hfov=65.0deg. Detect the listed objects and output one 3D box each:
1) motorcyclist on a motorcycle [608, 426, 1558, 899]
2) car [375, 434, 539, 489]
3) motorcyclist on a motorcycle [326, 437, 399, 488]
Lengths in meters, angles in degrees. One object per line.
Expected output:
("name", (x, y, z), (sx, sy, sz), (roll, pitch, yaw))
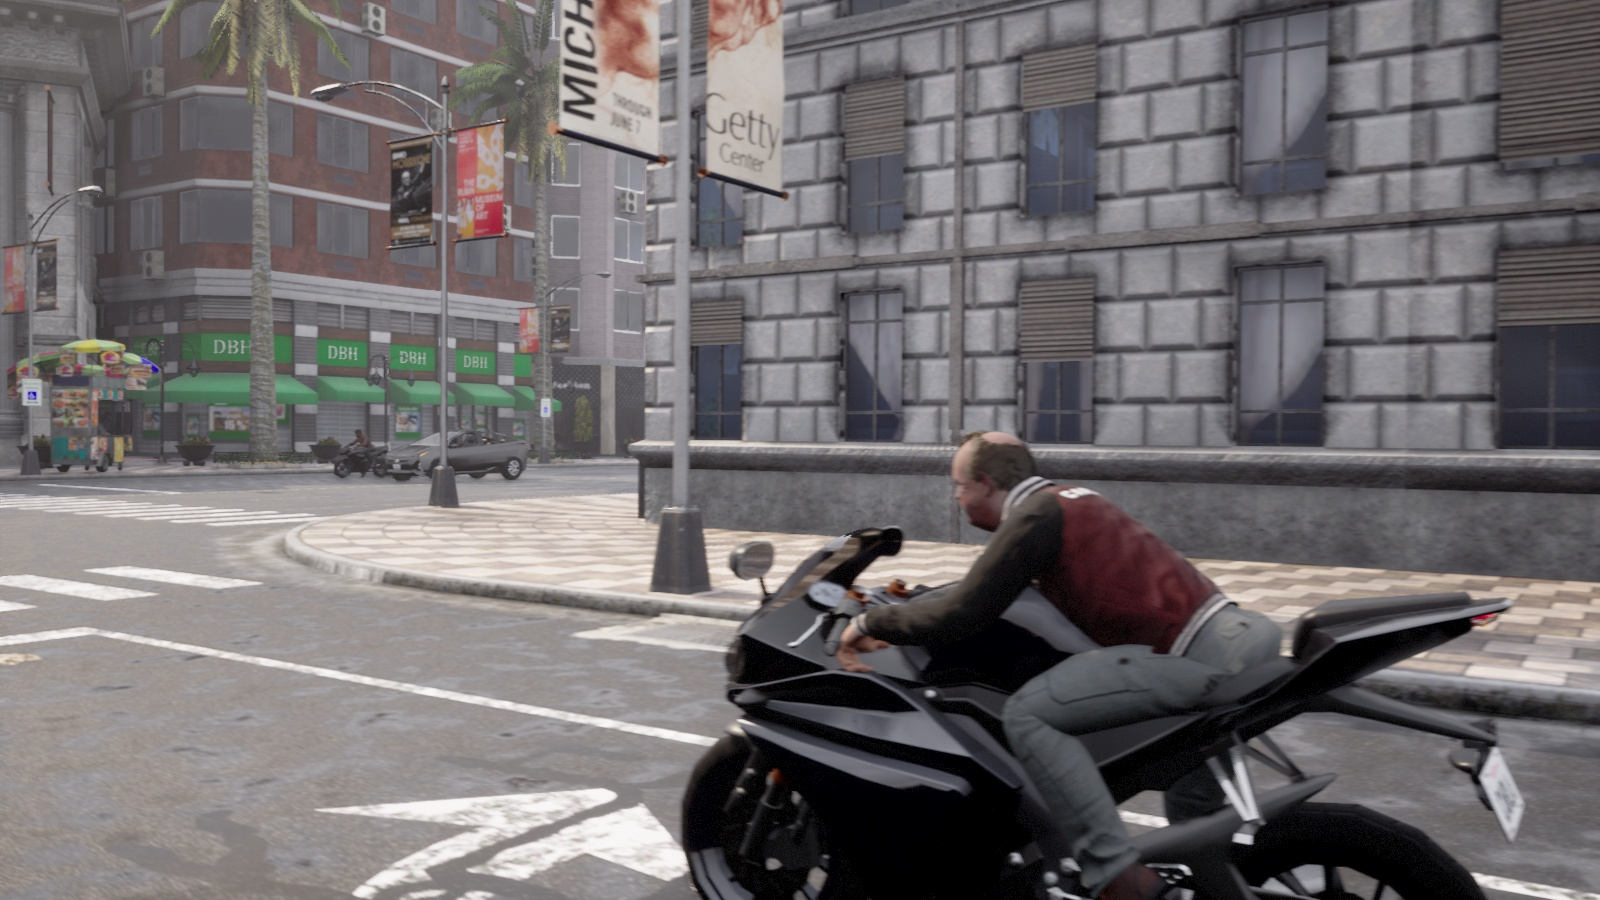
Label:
("motorcyclist on a motorcycle", (0.633, 0.719, 3.203), (2.191, 1.530, 0.866), (0, 1, 34))
("car", (-10.201, 0.302, 37.675), (2.007, 1.525, 4.514), (0, 1, 34))
("motorcyclist on a motorcycle", (-13.535, 0.356, 38.891), (0.797, 1.523, 2.044), (0, 1, 34))
